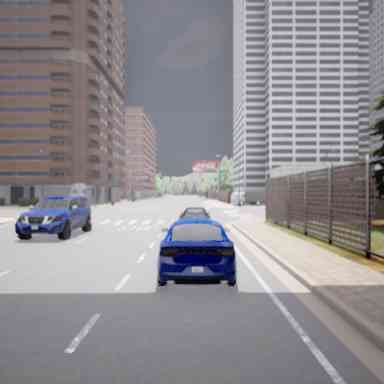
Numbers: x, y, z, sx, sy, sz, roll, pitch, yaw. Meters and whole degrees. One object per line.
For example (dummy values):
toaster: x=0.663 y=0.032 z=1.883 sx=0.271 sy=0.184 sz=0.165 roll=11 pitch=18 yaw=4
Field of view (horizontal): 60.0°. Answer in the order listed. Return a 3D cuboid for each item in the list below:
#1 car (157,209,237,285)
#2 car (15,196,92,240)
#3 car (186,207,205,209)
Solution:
car: x=0.121 y=1.500 z=9.560 sx=1.882 sy=1.535 sz=5.008 roll=0 pitch=0 yaw=0
car: x=-6.972 y=1.249 z=17.521 sx=2.150 sy=2.045 sz=5.566 roll=0 pitch=0 yaw=0
car: x=0.206 y=1.611 z=20.147 sx=1.994 sy=1.385 sz=4.181 roll=0 pitch=0 yaw=1
